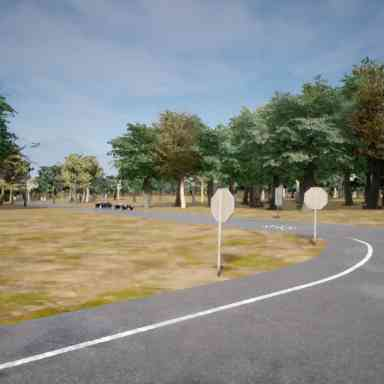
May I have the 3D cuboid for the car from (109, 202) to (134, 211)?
[{"bbox_3d":[-10.881,2.258,52.524,1.895,1.301,4.718,2,-2,-34],"label":"car"}]

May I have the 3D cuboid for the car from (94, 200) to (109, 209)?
[{"bbox_3d":[-16.088,2.285,60.024,1.882,1.535,5.008,2,-2,-35],"label":"car"}]
